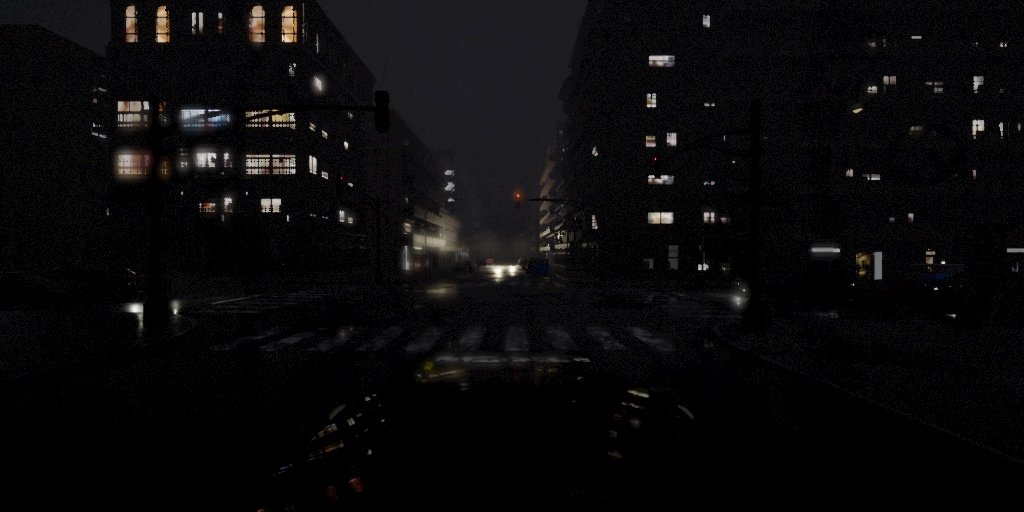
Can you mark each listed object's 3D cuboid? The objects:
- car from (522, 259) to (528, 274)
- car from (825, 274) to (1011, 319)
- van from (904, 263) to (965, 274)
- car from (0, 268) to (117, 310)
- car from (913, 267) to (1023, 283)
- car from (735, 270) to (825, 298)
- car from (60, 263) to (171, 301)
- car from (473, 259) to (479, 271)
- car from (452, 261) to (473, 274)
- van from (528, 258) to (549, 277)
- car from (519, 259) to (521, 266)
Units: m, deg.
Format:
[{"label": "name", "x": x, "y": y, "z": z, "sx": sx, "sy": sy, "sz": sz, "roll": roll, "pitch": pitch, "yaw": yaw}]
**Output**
[{"label": "car", "x": 2.679, "y": 1.091, "z": 41.451, "sx": 2.192, "sy": 1.841, "sz": 5.009, "roll": 0, "pitch": 0, "yaw": 0}, {"label": "car", "x": 14.696, "y": 1.498, "z": 13.194, "sx": 4.507, "sy": 1.381, "sz": 1.888, "roll": 0, "pitch": 0, "yaw": 0}, {"label": "van", "x": 26.071, "y": 1.343, "z": 21.558, "sx": 3.998, "sy": 1.789, "sz": 1.690, "roll": 0, "pitch": 0, "yaw": 0}, {"label": "car", "x": -17.756, "y": 1.215, "z": 13.212, "sx": 4.207, "sy": 1.307, "sz": 1.802, "roll": 0, "pitch": 0, "yaw": 0}, {"label": "car", "x": 24.865, "y": 1.516, "z": 18.981, "sx": 4.892, "sy": 1.490, "sz": 1.837, "roll": 1, "pitch": 0, "yaw": 0}, {"label": "car", "x": 14.955, "y": 1.453, "z": 18.987, "sx": 5.357, "sy": 1.411, "sz": 2.033, "roll": 1, "pitch": 0, "yaw": 0}, {"label": "car", "x": -18.007, "y": 1.086, "z": 15.794, "sx": 5.008, "sy": 1.535, "sz": 1.882, "roll": 1, "pitch": 0, "yaw": 0}, {"label": "car", "x": -5.895, "y": 1.352, "z": 47.012, "sx": 1.948, "sy": 1.339, "sz": 4.313, "roll": 0, "pitch": 0, "yaw": 0}, {"label": "car", "x": -5.888, "y": 1.358, "z": 41.490, "sx": 1.802, "sy": 1.307, "sz": 4.207, "roll": 0, "pitch": 0, "yaw": 0}, {"label": "van", "x": 2.774, "y": 1.109, "z": 35.954, "sx": 1.690, "sy": 1.789, "sz": 3.998, "roll": 0, "pitch": 0, "yaw": 0}, {"label": "car", "x": 2.615, "y": 1.252, "z": 58.012, "sx": 1.967, "sy": 1.591, "sz": 4.097, "roll": 0, "pitch": 0, "yaw": 0}]
